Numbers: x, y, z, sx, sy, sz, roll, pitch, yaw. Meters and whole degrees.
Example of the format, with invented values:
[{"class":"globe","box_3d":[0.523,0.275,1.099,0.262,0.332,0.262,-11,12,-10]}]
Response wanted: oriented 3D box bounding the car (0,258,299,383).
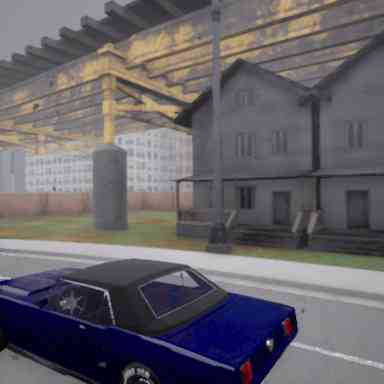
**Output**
[{"class":"car","box_3d":[-1.137,1.643,4.627,4.718,1.301,1.895,-1,0,33]}]
